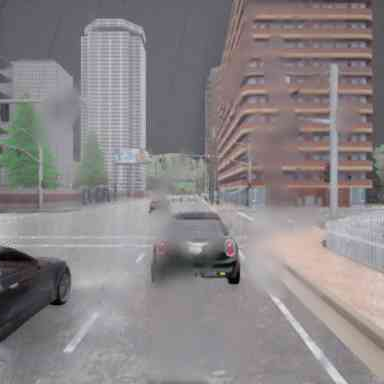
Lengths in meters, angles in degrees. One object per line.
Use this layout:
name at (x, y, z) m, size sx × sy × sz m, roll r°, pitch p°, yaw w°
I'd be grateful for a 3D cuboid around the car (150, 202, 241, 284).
car at (0.115, 1.335, 9.678) m, size 2.097 × 1.767 × 4.553 m, roll 0°, pitch 0°, yaw 1°

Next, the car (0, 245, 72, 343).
car at (-3.424, 1.516, 5.066) m, size 1.812 × 1.442 × 4.674 m, roll 0°, pitch 0°, yaw 0°

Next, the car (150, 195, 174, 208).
car at (-3.399, 1.410, 35.648) m, size 2.128 × 1.511 × 4.902 m, roll 0°, pitch 0°, yaw 0°

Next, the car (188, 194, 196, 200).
car at (0.012, 1.351, 87.086) m, size 2.128 × 1.511 × 4.902 m, roll 0°, pitch 0°, yaw 0°

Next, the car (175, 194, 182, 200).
car at (-3.488, 1.326, 87.086) m, size 1.837 × 1.490 × 4.892 m, roll 0°, pitch 0°, yaw 0°

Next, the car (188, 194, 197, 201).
car at (0.011, 1.380, 78.087) m, size 1.812 × 1.442 × 4.674 m, roll 0°, pitch 0°, yaw 0°

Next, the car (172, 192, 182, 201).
car at (-3.489, 1.081, 77.263) m, size 2.150 × 2.045 × 5.566 m, roll 0°, pitch 0°, yaw 0°
